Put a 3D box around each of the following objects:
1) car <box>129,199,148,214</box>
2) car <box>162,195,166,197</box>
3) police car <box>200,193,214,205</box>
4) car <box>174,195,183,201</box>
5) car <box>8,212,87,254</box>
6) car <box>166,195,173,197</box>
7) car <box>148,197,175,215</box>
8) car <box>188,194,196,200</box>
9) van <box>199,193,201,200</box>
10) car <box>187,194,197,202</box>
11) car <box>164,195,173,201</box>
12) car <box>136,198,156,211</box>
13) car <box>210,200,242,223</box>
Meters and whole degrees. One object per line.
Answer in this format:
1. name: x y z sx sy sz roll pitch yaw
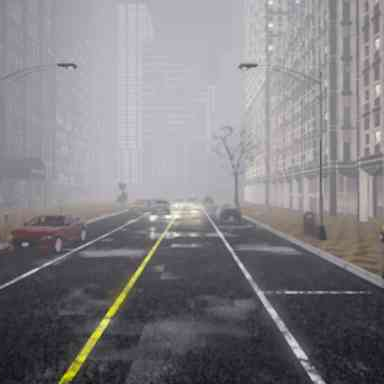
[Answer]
1. car: -5.681 1.514 35.988 1.752 1.417 4.829 1 0 0
2. car: -5.681 1.547 53.086 1.947 1.339 4.313 1 0 0
3. police car: 3.002 1.403 60.456 1.930 1.638 5.238 0 0 0
4. car: -2.997 1.361 76.340 2.033 1.411 5.357 0 0 0
5. car: -5.682 1.542 13.587 1.887 1.381 4.507 1 0 0
6. car: -5.679 1.411 70.015 1.967 1.590 4.097 1 0 0
7. car: -3.095 1.515 34.187 1.812 1.442 4.674 0 0 0
8. car: 0.004 1.327 89.008 1.994 1.385 4.181 0 0 0
9. van: 2.704 1.298 92.579 1.690 1.788 3.998 1 0 0
10. car: 0.002 1.452 73.377 1.994 1.385 4.181 0 0 0
11. car: -5.680 1.530 81.300 1.947 1.339 4.313 1 0 0
12. car: -5.681 1.531 41.801 1.887 1.381 4.507 1 0 0
13. car: 2.699 1.544 24.883 2.008 1.369 4.403 1 0 0
